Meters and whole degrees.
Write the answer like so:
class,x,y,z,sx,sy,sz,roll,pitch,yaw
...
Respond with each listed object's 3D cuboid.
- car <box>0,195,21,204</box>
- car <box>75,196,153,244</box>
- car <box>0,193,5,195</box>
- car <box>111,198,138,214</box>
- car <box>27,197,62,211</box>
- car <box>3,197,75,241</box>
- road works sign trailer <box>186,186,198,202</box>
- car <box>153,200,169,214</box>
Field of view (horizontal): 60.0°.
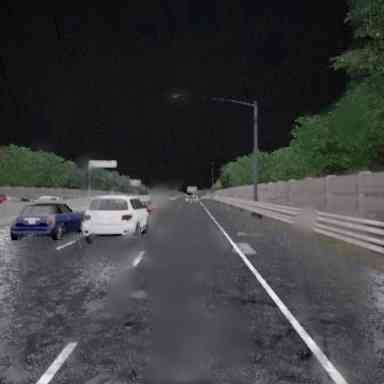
class,x,y,z,sx,sy,sz,roll,pitch,yaw
car,-21.086,1.420,39.842,1.837,1.490,4.892,0,0,0
car,-3.403,1.176,15.814,2.150,2.045,5.566,0,0,0
car,-24.583,1.138,40.137,2.150,2.045,5.566,0,0,0
car,-6.904,1.394,34.535,1.882,1.535,5.008,0,0,0
car,-17.588,1.391,39.969,1.882,1.535,5.008,0,0,0
car,-6.902,1.305,16.452,2.097,1.767,4.553,0,0,0
road works sign trailer,-0.002,0.446,77.947,2.380,3.560,2.880,0,0,0
car,-3.403,1.481,33.720,1.994,1.385,4.181,0,0,0
